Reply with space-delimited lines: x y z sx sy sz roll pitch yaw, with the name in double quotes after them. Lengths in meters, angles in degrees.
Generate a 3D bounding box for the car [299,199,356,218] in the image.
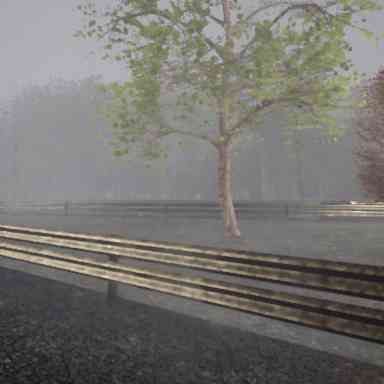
12.446 1.493 30.751 4.856 1.649 2.033 0 0 13 "car"
